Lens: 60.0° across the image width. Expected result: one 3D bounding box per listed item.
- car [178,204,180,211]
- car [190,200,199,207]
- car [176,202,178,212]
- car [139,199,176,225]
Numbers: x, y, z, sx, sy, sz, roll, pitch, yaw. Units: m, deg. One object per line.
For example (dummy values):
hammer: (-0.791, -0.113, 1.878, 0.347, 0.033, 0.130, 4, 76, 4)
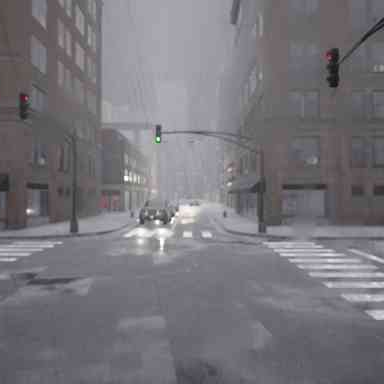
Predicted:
car: (-2.813, 2.100, 47.829, 1.882, 1.535, 5.008, 0, -1, 1)
car: (0.488, 2.367, 68.112, 2.128, 1.511, 4.902, 0, -1, 0)
car: (-2.885, 2.017, 37.559, 1.812, 1.442, 4.674, 0, -1, 1)
car: (-2.923, 1.587, 27.890, 2.150, 2.045, 5.566, 0, -1, 2)
